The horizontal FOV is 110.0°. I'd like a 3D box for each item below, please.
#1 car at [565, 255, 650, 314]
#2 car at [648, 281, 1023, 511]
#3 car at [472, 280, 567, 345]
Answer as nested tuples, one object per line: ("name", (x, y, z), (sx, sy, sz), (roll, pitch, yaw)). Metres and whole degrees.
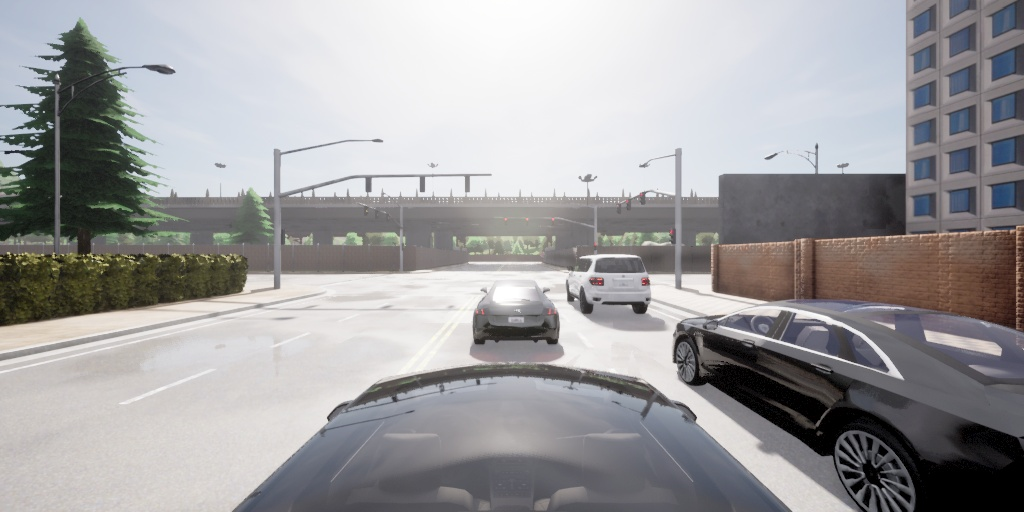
("car", (3.481, 0.971, 13.895), (2.150, 2.045, 5.566), (0, 0, 0))
("car", (3.593, 1.242, 4.090), (2.128, 1.511, 4.902), (0, 0, 0))
("car", (0.087, 1.314, 9.547), (1.994, 1.385, 4.181), (0, 0, 0))
